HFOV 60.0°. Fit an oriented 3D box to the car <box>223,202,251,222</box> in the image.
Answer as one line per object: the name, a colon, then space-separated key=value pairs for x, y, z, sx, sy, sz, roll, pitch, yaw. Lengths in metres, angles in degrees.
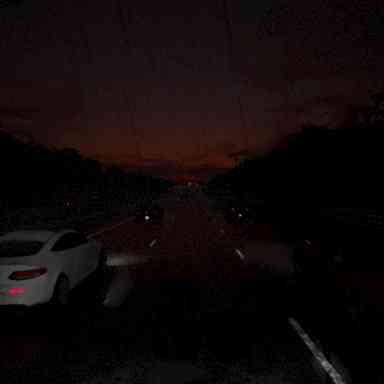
car: x=3.617 y=1.550 z=27.312 sx=2.128 sy=1.511 sz=4.902 roll=0 pitch=0 yaw=0

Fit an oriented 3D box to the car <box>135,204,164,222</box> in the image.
car: x=-3.383 y=1.659 z=27.274 sx=1.895 sy=1.301 sz=4.718 roll=0 pitch=0 yaw=0

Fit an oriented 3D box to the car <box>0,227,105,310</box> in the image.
car: x=-3.395 y=1.539 z=7.712 sx=1.812 sy=1.442 sz=4.674 roll=0 pitch=0 yaw=0

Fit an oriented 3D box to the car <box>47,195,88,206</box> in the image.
car: x=-14.061 y=1.316 z=37.696 sx=2.150 sy=2.045 sz=5.566 roll=0 pitch=-1 yaw=0

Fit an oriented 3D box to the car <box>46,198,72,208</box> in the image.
car: x=-21.018 y=1.697 z=52.800 sx=2.033 sy=1.411 sz=5.357 roll=0 pitch=0 yaw=1

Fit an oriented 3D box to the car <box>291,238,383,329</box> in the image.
car: x=3.605 y=1.613 z=6.914 sx=1.895 sy=1.301 sz=4.718 roll=0 pitch=0 yaw=0
